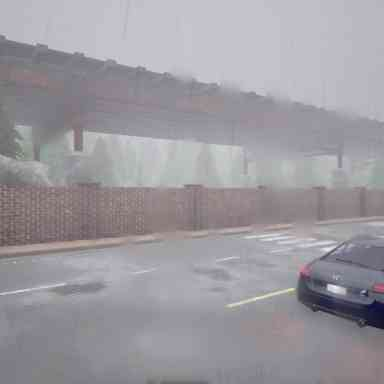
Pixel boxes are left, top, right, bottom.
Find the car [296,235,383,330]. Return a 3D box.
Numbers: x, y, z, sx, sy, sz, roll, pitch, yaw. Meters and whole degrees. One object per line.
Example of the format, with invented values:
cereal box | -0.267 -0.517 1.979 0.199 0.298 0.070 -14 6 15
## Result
car | 3.995 1.564 6.612 4.181 1.385 1.994 0 0 -36
